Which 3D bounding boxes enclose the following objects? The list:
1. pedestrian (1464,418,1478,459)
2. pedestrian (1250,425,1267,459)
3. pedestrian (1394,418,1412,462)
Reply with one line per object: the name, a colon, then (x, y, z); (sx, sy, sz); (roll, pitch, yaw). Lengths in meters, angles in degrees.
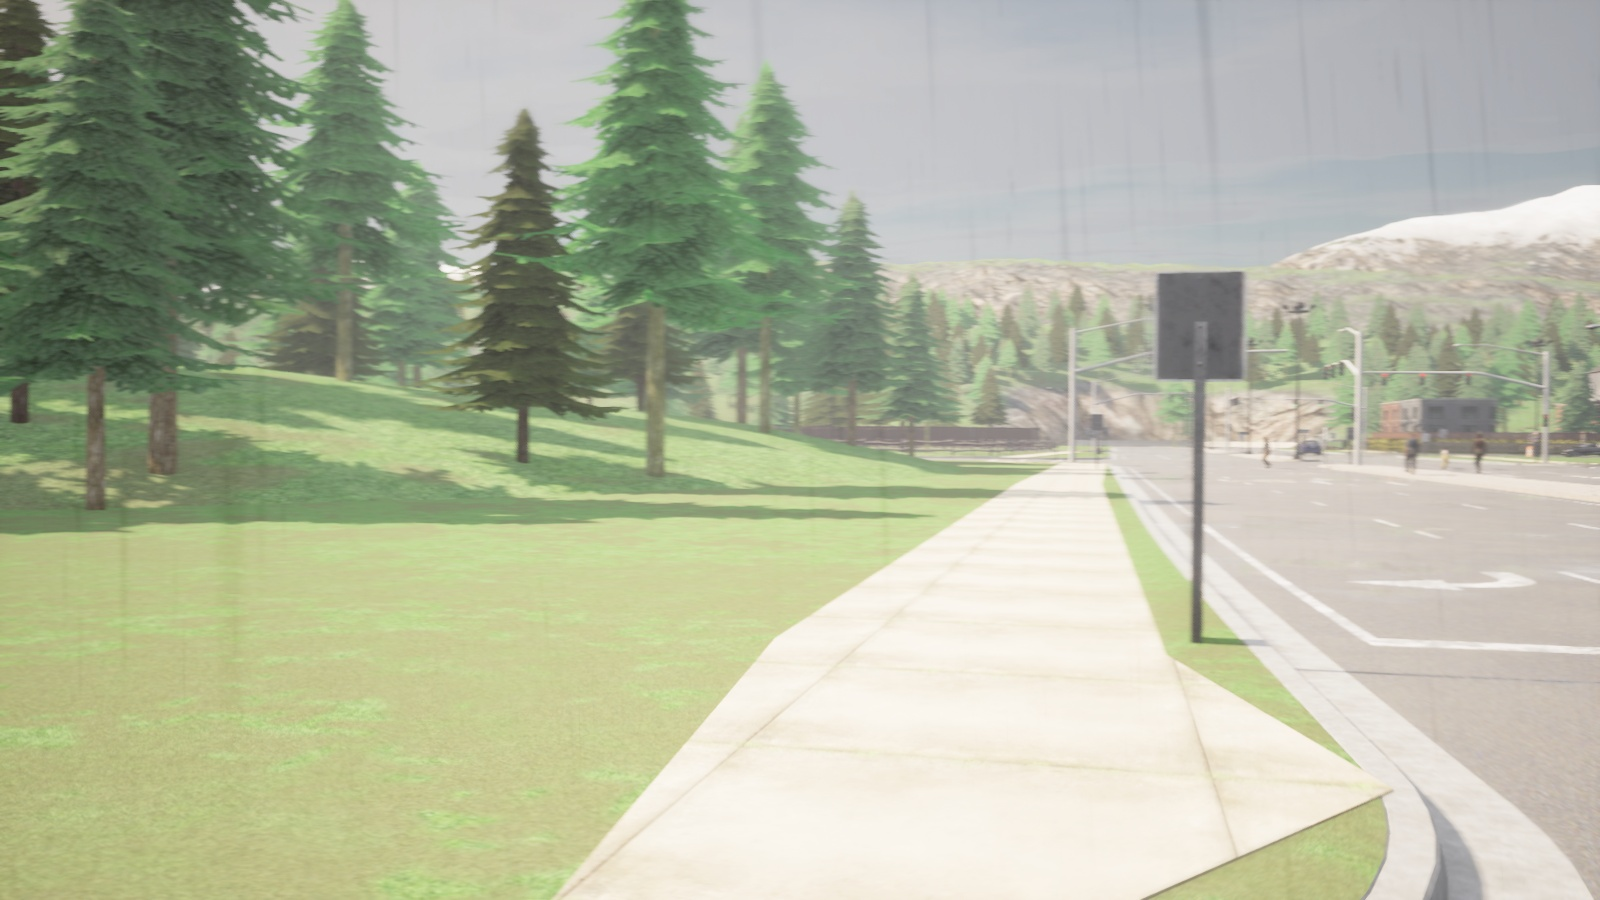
pedestrian: (29.324, -0.508, 54.866); (0.328, 1.805, 0.869); (-1, 1, 13)
pedestrian: (25.090, -0.456, 68.718); (0.694, 1.848, 0.540); (-1, 1, 5)
pedestrian: (25.467, -0.431, 53.019); (0.540, 1.848, 0.694); (-1, 1, 12)
